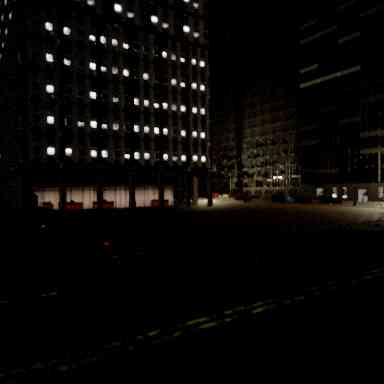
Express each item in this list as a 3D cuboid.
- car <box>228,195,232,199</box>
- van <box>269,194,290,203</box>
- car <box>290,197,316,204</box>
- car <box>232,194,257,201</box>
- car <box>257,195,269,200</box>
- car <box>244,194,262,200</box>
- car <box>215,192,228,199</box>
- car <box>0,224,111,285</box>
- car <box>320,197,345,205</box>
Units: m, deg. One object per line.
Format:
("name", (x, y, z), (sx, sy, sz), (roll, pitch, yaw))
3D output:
("car", (12.464, 1.274, 89.177), (1.887, 1.381, 4.507), (-1, 1, -34))
("van", (17.890, 1.254, 66.325), (1.690, 1.788, 3.998), (-1, 1, -34))
("car", (20.974, 1.509, 61.709), (1.802, 1.307, 4.206), (-1, 1, -34))
("car", (11.823, 1.407, 75.420), (1.752, 1.417, 4.829), (-1, 1, -34))
("car", (18.525, 1.288, 80.095), (1.752, 1.417, 4.829), (-1, 1, -34))
("car", (15.542, 1.297, 84.565), (2.008, 1.369, 4.403), (-1, 1, -34))
("car", (9.292, 1.237, 93.929), (1.752, 1.417, 4.829), (-1, 1, -34))
("car", (-4.282, 1.562, 8.615), (4.181, 1.385, 1.994), (0, 0, -35))
("car", (24.055, 1.523, 57.091), (1.802, 1.307, 4.206), (-1, 1, -34))
